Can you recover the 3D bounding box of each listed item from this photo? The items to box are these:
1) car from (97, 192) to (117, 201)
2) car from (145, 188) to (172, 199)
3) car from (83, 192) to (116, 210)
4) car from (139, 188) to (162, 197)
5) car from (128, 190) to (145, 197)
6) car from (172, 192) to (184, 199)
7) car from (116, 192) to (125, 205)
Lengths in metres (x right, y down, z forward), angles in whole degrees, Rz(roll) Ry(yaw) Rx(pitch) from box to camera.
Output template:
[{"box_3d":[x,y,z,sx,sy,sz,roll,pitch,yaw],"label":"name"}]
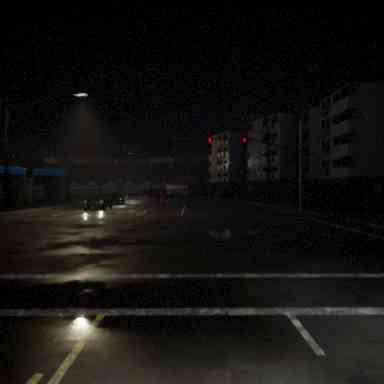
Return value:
[{"box_3d":[-15.677,0.787,61.291,2.033,1.411,5.357,-1,1,-31],"label":"car"},{"box_3d":[-6.821,0.366,67.146,2.150,2.045,5.566,-1,1,-32],"label":"car"},{"box_3d":[-9.923,0.963,35.313,2.097,1.767,4.553,0,1,-1],"label":"car"},{"box_3d":[-9.590,0.084,76.602,2.150,2.045,5.566,-1,1,-45],"label":"car"},{"box_3d":[-12.505,0.528,74.601,1.895,1.301,4.718,-1,1,-45],"label":"car"},{"box_3d":[-3.565,0.669,68.525,2.033,1.411,5.357,-1,1,-32],"label":"car"},{"box_3d":[-10.310,0.821,45.121,2.097,1.767,4.553,0,1,-8],"label":"car"}]
